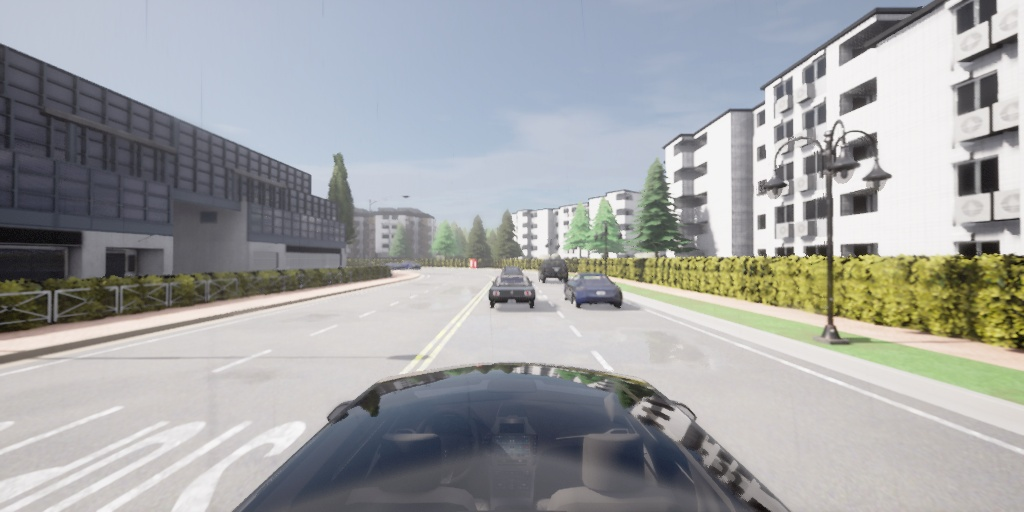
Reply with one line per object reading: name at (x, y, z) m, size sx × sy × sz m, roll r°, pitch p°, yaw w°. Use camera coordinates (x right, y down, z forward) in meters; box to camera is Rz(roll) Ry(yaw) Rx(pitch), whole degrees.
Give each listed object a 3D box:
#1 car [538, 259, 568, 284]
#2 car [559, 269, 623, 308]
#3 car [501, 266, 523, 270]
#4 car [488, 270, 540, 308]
car at (3.504, 1.234, 30.853) m, size 2.150 × 2.045 × 5.566 m, roll 0°, pitch 0°, yaw 0°
car at (3.508, 1.446, 16.100) m, size 1.994 × 1.385 × 4.181 m, roll 0°, pitch 0°, yaw 0°
car at (0.004, 1.584, 31.124) m, size 1.994 × 1.385 × 4.181 m, roll 0°, pitch 0°, yaw 0°
car at (0.005, 1.482, 15.944) m, size 1.895 × 1.301 × 4.718 m, roll 0°, pitch 0°, yaw 0°
